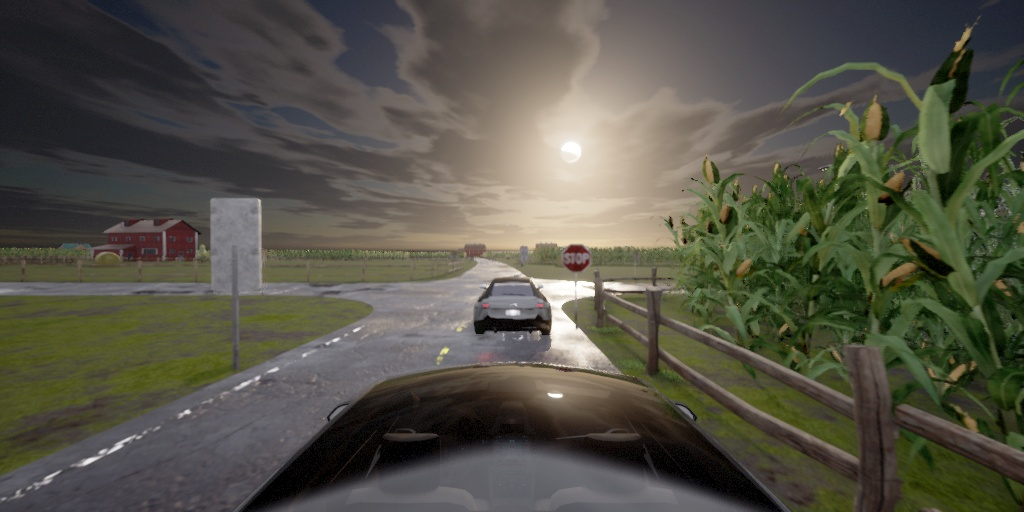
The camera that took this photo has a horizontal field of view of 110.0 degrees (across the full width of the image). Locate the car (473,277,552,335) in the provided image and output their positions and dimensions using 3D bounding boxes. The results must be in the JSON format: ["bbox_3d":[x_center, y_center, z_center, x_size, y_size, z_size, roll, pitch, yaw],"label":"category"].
[{"bbox_3d":[-0.005,1.296,10.418,1.994,1.385,4.181,0,0,-1],"label":"car"}]

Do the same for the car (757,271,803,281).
[{"bbox_3d":[19.507,1.382,25.937,4.181,1.385,1.994,0,1,-8],"label":"car"}]
